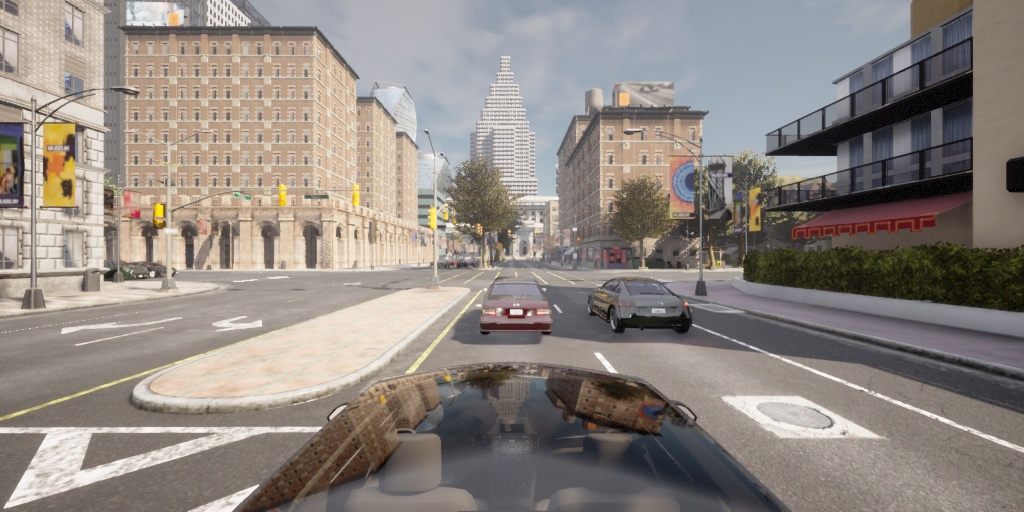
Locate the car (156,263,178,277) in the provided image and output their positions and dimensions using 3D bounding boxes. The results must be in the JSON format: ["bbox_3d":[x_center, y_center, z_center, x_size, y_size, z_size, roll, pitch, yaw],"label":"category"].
[{"bbox_3d":[-34.193,1.255,33.513,4.892,1.490,1.837,0,0,0],"label":"car"}]

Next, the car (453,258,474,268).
[{"bbox_3d":[-8.129,1.351,60.388,1.895,1.301,4.718,0,0,0],"label":"car"}]

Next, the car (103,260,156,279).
[{"bbox_3d":[-33.351,1.102,30.018,4.553,1.767,2.097,0,0,0],"label":"car"}]

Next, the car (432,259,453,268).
[{"bbox_3d":[-11.630,1.276,60.266,1.812,1.442,4.674,0,0,0],"label":"car"}]

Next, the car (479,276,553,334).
[{"bbox_3d":[0.091,1.297,10.530,2.033,1.411,5.357,0,0,0],"label":"car"}]

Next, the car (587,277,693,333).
[{"bbox_3d":[3.589,1.314,10.790,1.994,1.385,4.181,0,0,0],"label":"car"}]
